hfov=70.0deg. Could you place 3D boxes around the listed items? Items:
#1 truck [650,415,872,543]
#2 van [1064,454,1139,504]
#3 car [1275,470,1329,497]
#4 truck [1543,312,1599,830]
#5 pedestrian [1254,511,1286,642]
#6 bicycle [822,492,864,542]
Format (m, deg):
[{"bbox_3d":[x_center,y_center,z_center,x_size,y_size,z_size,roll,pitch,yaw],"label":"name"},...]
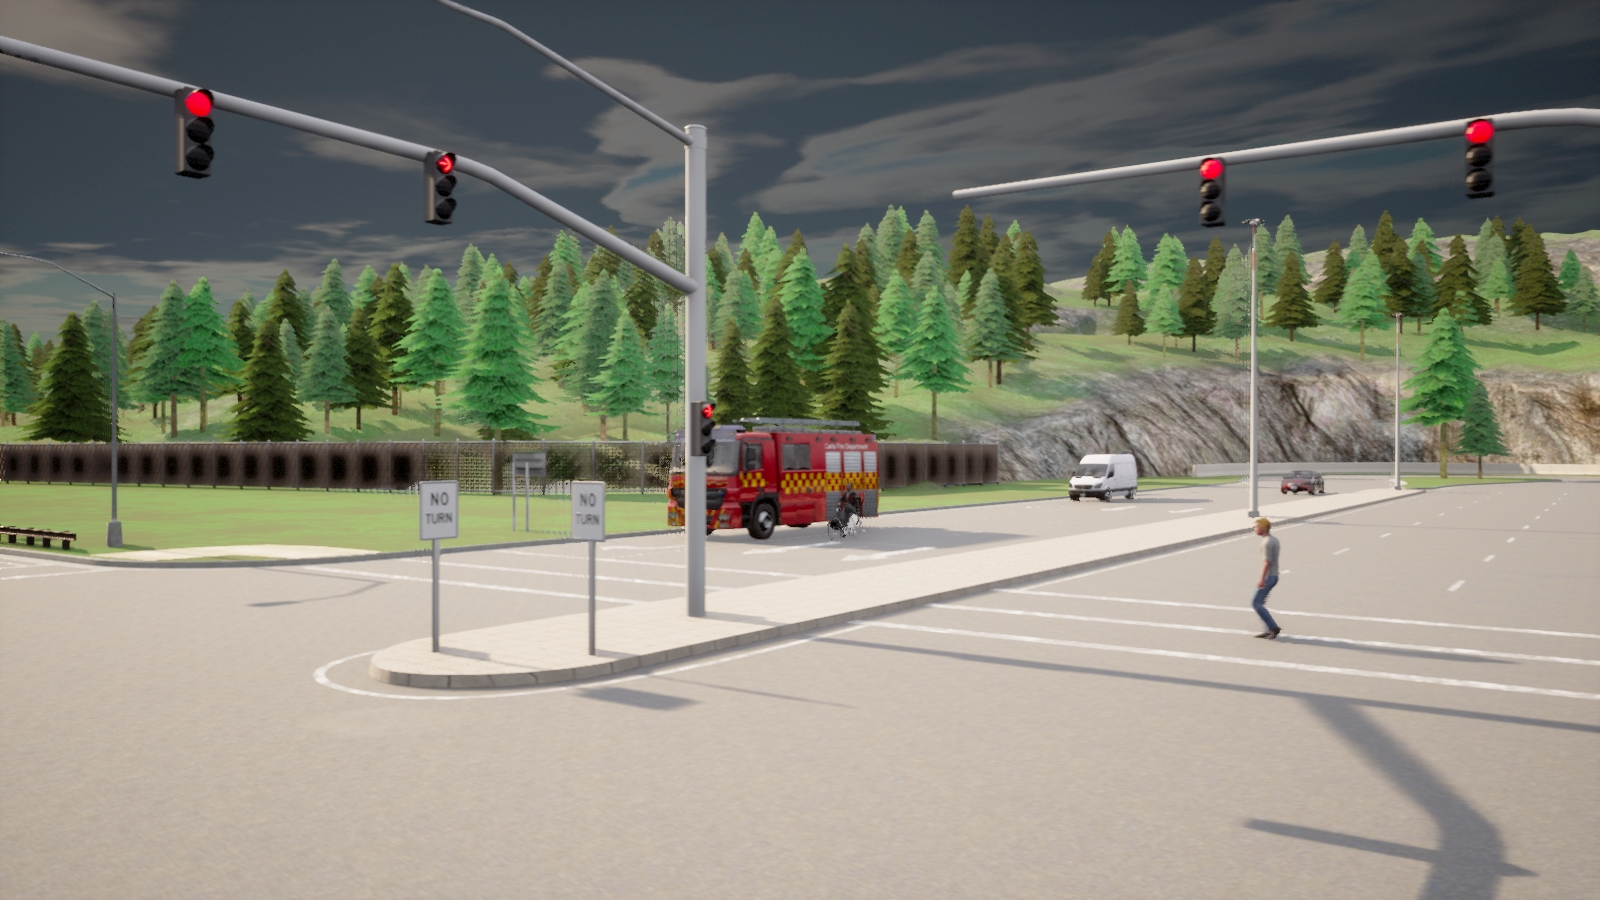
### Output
[{"bbox_3d":[-1.045,0.883,38.428,2.891,3.827,8.468,0,0,36],"label":"truck"},{"bbox_3d":[16.606,1.526,62.673,1.988,2.561,5.915,0,0,36],"label":"van"},{"bbox_3d":[31.364,2.042,71.250,2.128,1.511,4.902,0,0,36],"label":"car"},{"bbox_3d":[9.644,0.891,6.670,2.891,3.827,8.468,0,0,-44],"label":"truck"},{"bbox_3d":[6.903,1.847,16.785,0.375,1.860,0.375,0,0,33],"label":"pedestrian"},{"bbox_3d":[1.355,2.053,35.361,0.329,1.471,1.835,0,0,36],"label":"bicycle"}]
